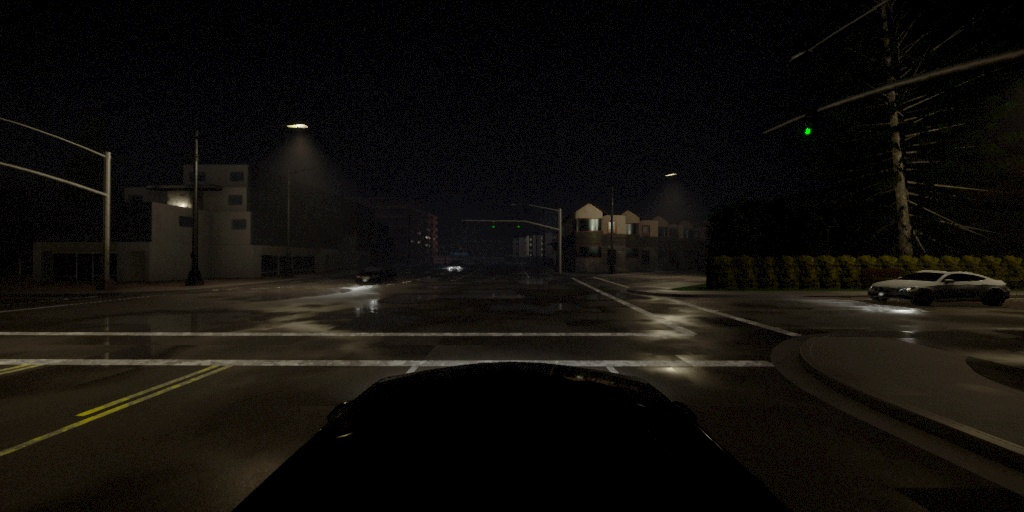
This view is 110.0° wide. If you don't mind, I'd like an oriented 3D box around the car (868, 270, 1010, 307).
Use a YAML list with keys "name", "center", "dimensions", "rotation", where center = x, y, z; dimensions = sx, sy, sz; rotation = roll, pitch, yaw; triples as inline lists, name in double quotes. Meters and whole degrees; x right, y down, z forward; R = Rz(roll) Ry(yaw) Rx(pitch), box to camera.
- name: "car"
  center: [17.921, 1.328, 15.135]
  dimensions: [4.674, 1.442, 1.812]
  rotation: [0, -1, 0]

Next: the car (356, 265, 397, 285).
- name: "car"
  center: [-10.493, 1.456, 28.066]
  dimensions: [2.128, 1.511, 4.902]
  rotation: [0, 0, 0]
